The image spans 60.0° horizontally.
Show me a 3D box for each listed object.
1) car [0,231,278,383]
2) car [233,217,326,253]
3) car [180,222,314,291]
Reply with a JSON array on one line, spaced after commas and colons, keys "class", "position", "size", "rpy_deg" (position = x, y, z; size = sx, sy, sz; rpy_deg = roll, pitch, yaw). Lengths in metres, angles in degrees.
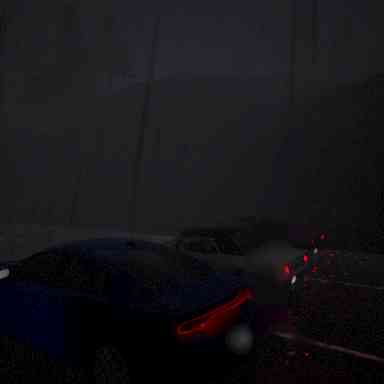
[{"class": "car", "position": [-1.514, 1.440, 4.989], "size": [5.008, 1.535, 1.882], "rpy_deg": [0, 0, 34]}, {"class": "car", "position": [1.851, 1.481, 11.223], "size": [4.718, 1.301, 1.895], "rpy_deg": [0, 1, 33]}, {"class": "car", "position": [0.236, 1.522, 8.096], "size": [4.718, 1.301, 1.895], "rpy_deg": [0, 1, 33]}]
